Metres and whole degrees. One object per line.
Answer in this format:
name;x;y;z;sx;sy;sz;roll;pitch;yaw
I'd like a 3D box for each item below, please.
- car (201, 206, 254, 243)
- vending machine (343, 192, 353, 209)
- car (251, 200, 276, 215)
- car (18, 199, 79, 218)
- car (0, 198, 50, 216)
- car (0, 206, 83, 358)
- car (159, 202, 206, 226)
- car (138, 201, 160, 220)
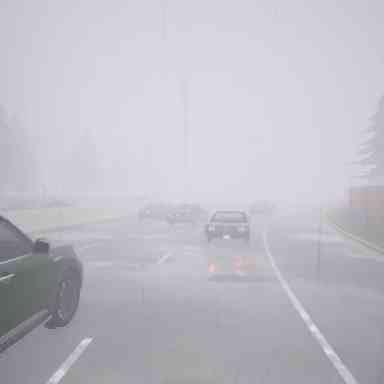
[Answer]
car;1.848;1.543;15.797;1.895;1.301;4.718;0;0;11
vending machine;20.191;1.087;43.051;1.100;2.100;0.880;0;0;33
car;6.927;1.455;32.402;1.994;1.385;4.181;0;0;22
car;-12.760;1.384;30.046;2.033;1.411;5.357;0;0;17
car;-16.051;1.369;31.213;2.033;1.411;5.357;0;0;17
car;-3.188;1.195;3.805;2.150;2.045;5.566;0;0;3
car;-0.175;1.455;22.606;2.033;1.411;5.357;0;0;15
car;-2.639;1.448;26.382;1.994;1.385;4.181;0;0;17
